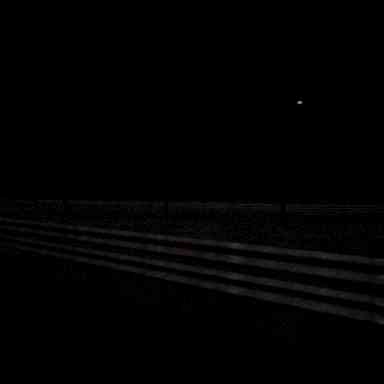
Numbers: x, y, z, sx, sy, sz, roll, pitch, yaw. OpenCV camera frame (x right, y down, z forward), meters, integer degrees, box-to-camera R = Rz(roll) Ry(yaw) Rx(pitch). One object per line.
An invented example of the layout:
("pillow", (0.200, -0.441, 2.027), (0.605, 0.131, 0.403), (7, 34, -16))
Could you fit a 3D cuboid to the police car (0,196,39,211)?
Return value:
("police car", (-20.636, 1.341, 39.160), (5.238, 1.638, 1.930), (0, 0, 17))
